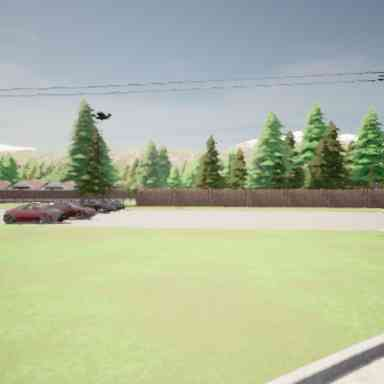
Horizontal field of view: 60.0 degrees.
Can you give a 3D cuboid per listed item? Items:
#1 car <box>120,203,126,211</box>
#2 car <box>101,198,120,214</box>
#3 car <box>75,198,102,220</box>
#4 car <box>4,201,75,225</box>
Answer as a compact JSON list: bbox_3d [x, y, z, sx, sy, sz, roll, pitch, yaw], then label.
[{"bbox_3d":[-9.899,1.444,37.300,4.892,1.490,1.837,0,0,6],"label":"car"},{"bbox_3d":[-10.264,1.445,33.819,4.892,1.490,1.837,0,0,6],"label":"car"},{"bbox_3d":[-10.030,1.473,26.768,4.674,1.442,1.812,0,0,6],"label":"car"},{"bbox_3d":[-10.859,1.512,23.325,4.181,1.385,1.994,0,0,6],"label":"car"}]
